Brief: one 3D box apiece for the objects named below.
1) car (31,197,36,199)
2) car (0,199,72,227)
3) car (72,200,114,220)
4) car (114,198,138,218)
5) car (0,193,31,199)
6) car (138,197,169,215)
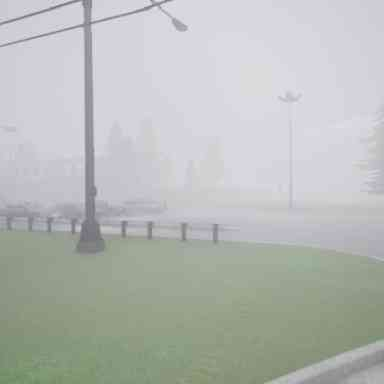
[{"bbox_3d":[-21.216,1.420,43.096,4.892,1.490,1.837,-1,0,23],"label":"car"},{"bbox_3d":[-10.968,1.446,22.558,4.902,1.511,2.128,0,0,26],"label":"car"},{"bbox_3d":[-8.935,1.457,25.465,5.357,1.411,2.033,0,0,26],"label":"car"},{"bbox_3d":[-7.364,1.394,28.608,4.674,1.442,1.812,-1,0,25],"label":"car"},{"bbox_3d":[-22.343,1.174,39.628,5.566,2.045,2.150,-1,0,26],"label":"car"},{"bbox_3d":[-4.962,1.423,31.324,4.718,1.301,1.895,0,0,26],"label":"car"}]
